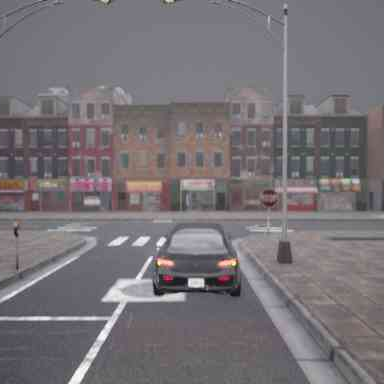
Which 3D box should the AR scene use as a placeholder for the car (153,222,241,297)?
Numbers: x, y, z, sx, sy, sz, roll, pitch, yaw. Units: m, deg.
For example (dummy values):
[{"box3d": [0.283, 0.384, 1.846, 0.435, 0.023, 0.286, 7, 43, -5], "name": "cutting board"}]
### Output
[{"box3d": [0.147, 1.480, 8.372, 1.812, 1.442, 4.674, 0, 0, 2], "name": "car"}]
